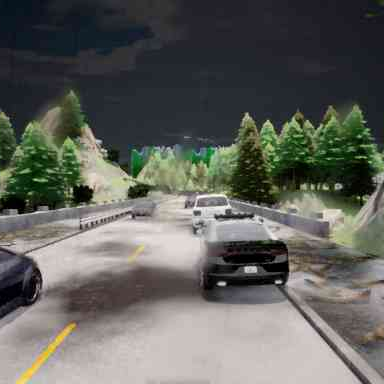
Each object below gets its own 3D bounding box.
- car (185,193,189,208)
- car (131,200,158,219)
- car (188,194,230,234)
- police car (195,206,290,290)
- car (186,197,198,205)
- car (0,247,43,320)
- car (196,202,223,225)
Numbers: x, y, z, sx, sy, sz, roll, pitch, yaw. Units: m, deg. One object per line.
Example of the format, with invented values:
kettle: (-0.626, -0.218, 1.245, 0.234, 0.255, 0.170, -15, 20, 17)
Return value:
car: (0.077, 1.352, 47.002, 2.097, 1.767, 4.553, 0, 0, 1)
car: (-4.074, 1.505, 29.045, 1.837, 1.490, 4.892, 0, 0, 0)
car: (1.088, 1.173, 19.167, 2.150, 2.045, 5.566, -3, 0, 1)
police car: (1.174, 1.401, 9.267, 1.930, 1.638, 5.238, -2, -1, 0)
car: (0.056, 1.547, 58.401, 2.033, 1.411, 5.357, 0, 0, 0)
car: (-4.096, 1.564, 5.224, 1.994, 1.385, 4.181, 0, 0, 0)
car: (1.224, 1.526, 25.149, 1.812, 1.442, 4.674, 0, 0, 0)
